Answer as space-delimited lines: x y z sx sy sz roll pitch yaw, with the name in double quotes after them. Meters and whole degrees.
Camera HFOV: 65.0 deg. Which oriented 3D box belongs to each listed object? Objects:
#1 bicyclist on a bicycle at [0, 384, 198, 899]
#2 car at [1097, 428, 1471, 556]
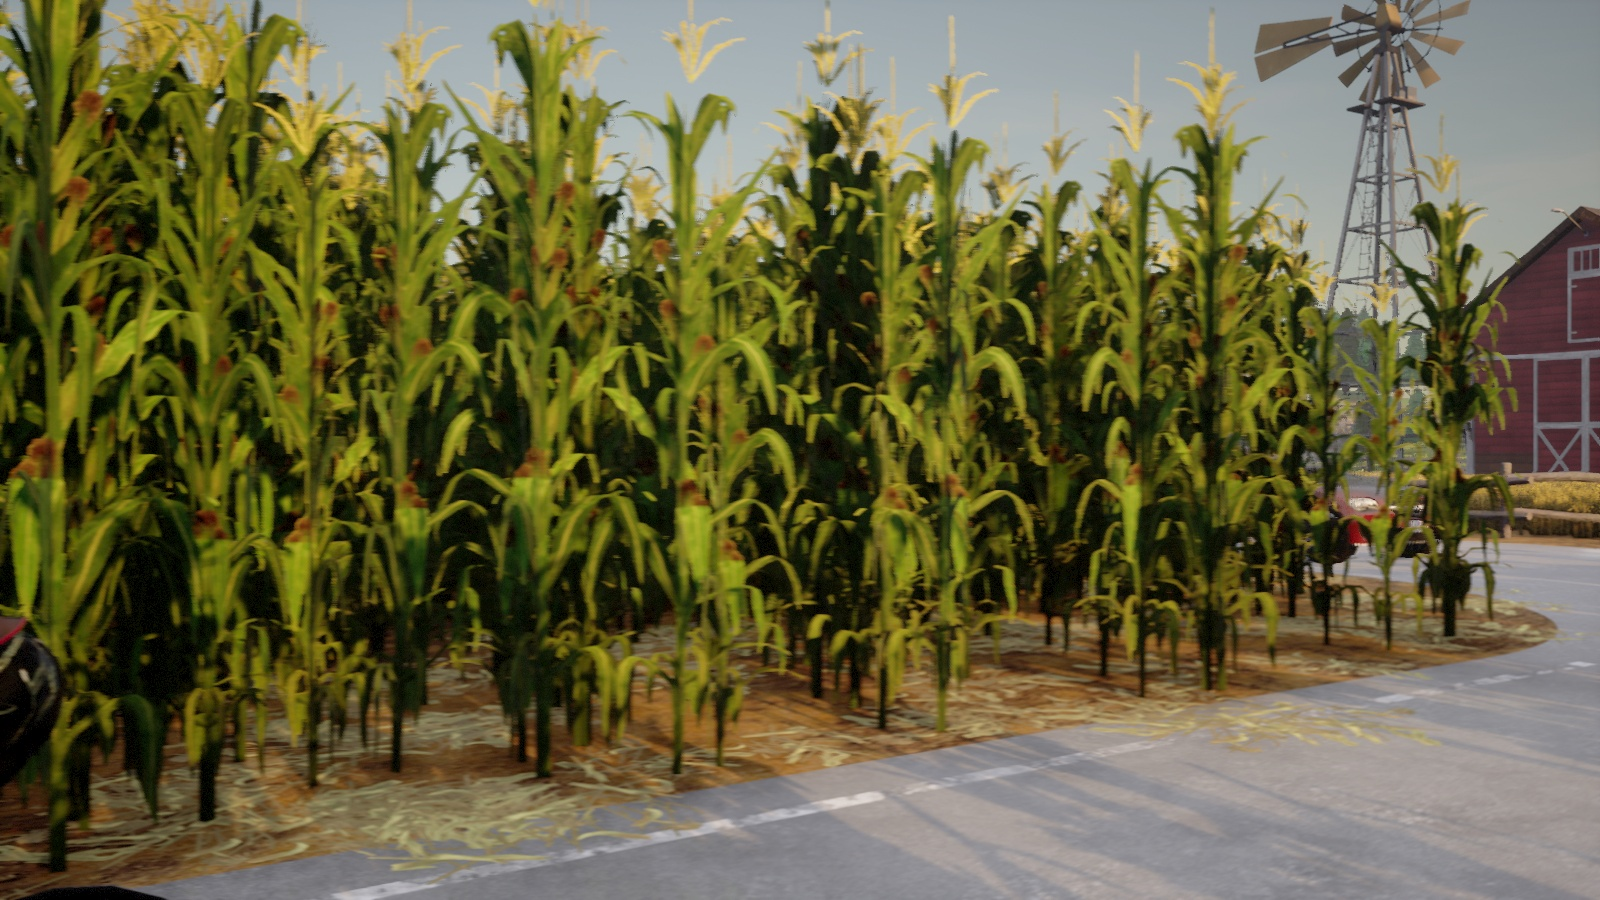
-1.910 0.706 1.982 1.656 1.620 0.582 0 0 -35 "bicyclist on a bicycle"
7.056 0.548 18.929 2.152 1.651 5.027 0 0 -30 "car"
